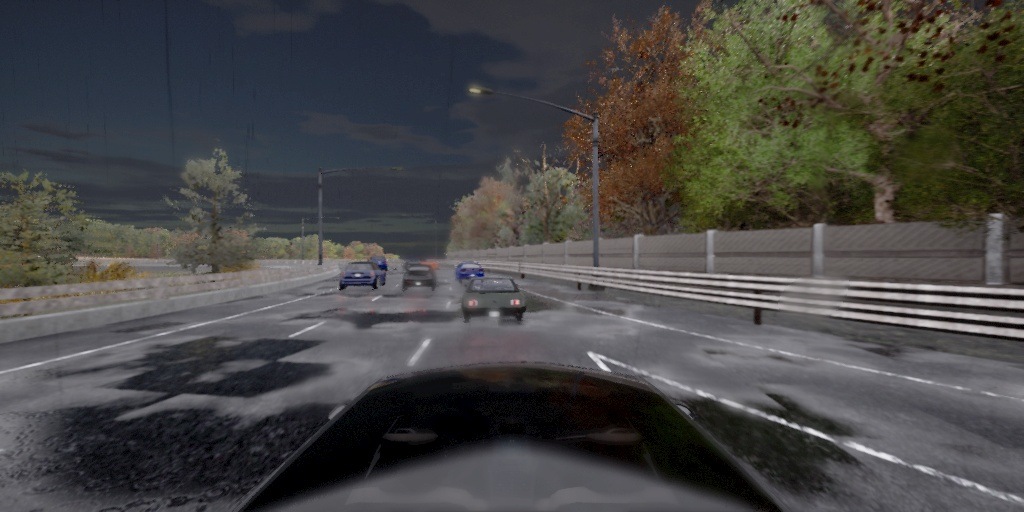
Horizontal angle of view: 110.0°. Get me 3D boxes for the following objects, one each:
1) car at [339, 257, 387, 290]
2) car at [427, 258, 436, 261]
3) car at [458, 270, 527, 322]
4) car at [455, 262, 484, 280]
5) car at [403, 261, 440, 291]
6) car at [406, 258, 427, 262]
[{"bbox_3d":[-9.342,1.132,22.802,2.097,1.767,4.553,0,0,-11],"label":"car"},{"bbox_3d":[-12.035,1.141,51.594,2.097,1.767,4.553,0,0,-24],"label":"car"},{"bbox_3d":[-0.707,1.353,12.339,1.895,1.301,4.718,0,0,-6],"label":"car"},{"bbox_3d":[-3.400,1.238,28.254,1.882,1.535,5.008,0,0,-13],"label":"car"},{"bbox_3d":[-5.638,1.273,22.245,1.837,1.490,4.892,0,0,-11],"label":"car"},{"bbox_3d":[-12.055,1.280,43.317,2.128,1.511,4.902,0,0,-22],"label":"car"}]
